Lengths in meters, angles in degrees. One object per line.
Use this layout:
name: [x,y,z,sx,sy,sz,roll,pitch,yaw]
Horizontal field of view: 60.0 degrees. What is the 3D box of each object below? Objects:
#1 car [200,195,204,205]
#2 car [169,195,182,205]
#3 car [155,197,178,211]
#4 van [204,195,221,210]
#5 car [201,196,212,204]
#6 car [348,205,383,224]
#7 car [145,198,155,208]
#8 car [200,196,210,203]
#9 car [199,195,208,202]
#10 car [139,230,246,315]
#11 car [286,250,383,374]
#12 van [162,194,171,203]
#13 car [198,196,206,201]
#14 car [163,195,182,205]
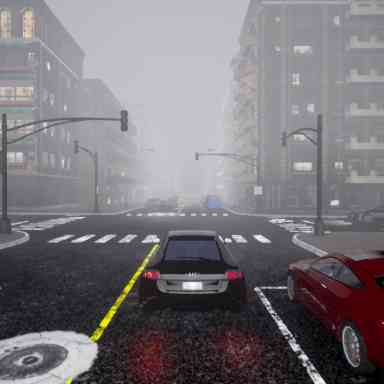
car: [2.762,1.367,48.725,2.192,1.841,5.009,-1,0,0]
car: [-3.019,1.436,60.924,2.097,1.767,4.553,0,0,0]
car: [-3.066,1.637,40.897,1.895,1.301,4.718,0,0,0]
van: [2.846,1.381,43.228,1.690,1.788,3.998,-1,0,0]
car: [2.735,1.539,65.287,1.967,1.590,4.097,-1,0,0]
car: [14.628,1.727,26.239,4.181,1.385,1.994,1,0,0]
car: [-5.801,1.634,48.782,1.802,1.307,4.206,-1,0,0]
car: [2.741,1.662,70.808,1.887,1.381,4.507,-1,0,0]
car: [2.796,1.597,81.850,1.967,1.590,4.097,-1,0,0]
car: [0.009,1.564,7.666,1.994,1.385,4.181,0,0,0]
car: [2.797,1.582,5.326,1.802,1.307,4.206,0,0,0]
van: [-5.782,1.478,76.397,1.690,1.788,3.998,-1,0,0]
car: [2.829,1.769,92.895,1.947,1.339,4.313,-1,0,0]
car: [-3.051,1.604,50.694,2.033,1.411,5.357,0,0,0]
